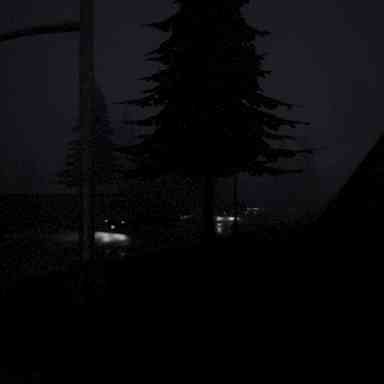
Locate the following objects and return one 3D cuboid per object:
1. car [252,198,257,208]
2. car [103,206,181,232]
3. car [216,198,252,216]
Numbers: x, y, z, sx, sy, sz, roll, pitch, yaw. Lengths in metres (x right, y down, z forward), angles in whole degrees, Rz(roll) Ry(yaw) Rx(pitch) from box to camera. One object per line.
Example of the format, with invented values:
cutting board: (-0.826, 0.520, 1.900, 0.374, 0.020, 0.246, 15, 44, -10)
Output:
car: (8.417, 1.574, 49.155, 2.033, 1.411, 5.357, 0, 0, 4)
car: (-2.867, 1.551, 20.554, 2.033, 1.411, 5.357, 0, 0, 35)
car: (4.014, 1.551, 32.689, 2.033, 1.411, 5.357, 0, 0, 23)
